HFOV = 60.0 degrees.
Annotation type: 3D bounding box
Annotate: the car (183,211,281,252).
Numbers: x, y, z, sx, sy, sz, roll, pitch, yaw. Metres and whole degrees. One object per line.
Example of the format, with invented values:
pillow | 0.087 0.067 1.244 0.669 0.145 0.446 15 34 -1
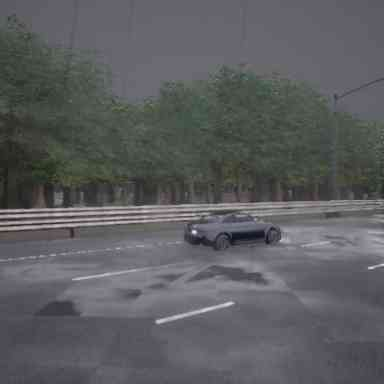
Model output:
car | 1.723 1.478 13.643 4.181 1.385 1.994 0 0 -35
